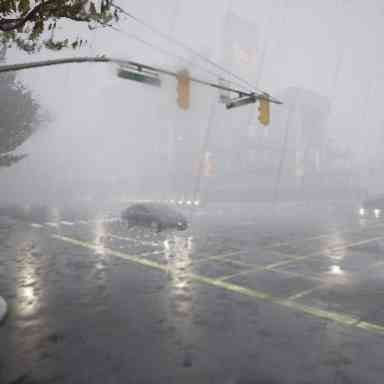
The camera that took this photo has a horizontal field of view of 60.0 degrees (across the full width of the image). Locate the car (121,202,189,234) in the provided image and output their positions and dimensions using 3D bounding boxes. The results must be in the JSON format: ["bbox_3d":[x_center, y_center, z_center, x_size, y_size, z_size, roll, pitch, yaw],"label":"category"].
[{"bbox_3d":[-2.198,1.367,18.610,1.837,1.490,4.892,-1,1,-41],"label":"car"}]

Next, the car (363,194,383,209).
[{"bbox_3d":[21.288,1.019,37.880,5.008,1.535,1.882,-1,1,-39],"label":"car"}]
